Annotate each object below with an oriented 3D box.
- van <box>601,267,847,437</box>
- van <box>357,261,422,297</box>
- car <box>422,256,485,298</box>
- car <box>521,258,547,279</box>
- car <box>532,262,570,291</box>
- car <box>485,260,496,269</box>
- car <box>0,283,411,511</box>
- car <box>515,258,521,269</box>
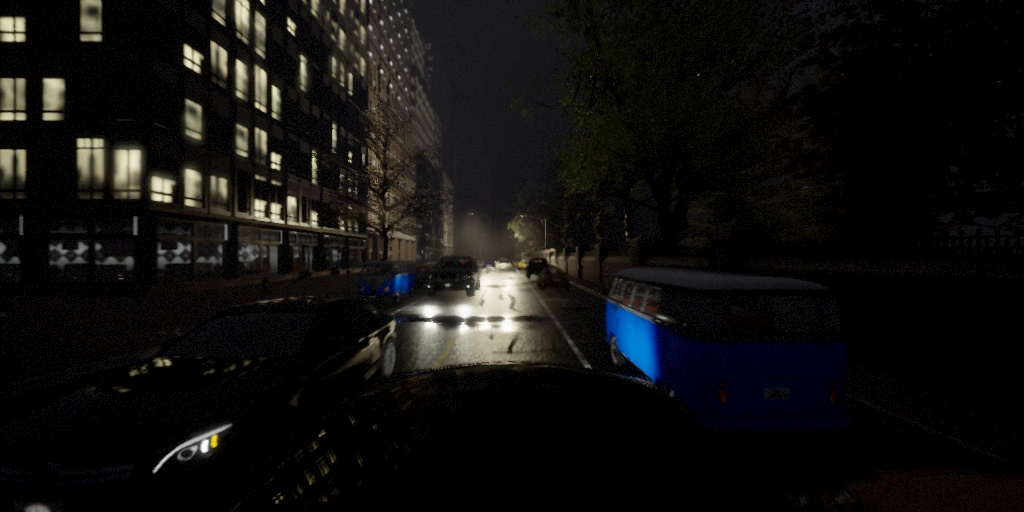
[{"bbox_3d":[2.561,1.093,5.315,1.690,1.789,3.998,0,0,0],"label":"van"},{"bbox_3d":[-5.520,1.105,16.245,1.690,1.789,3.998,0,0,0],"label":"van"},{"bbox_3d":[-2.917,0.989,19.115,2.150,2.045,5.566,0,0,0],"label":"car"},{"bbox_3d":[2.298,1.086,33.045,2.192,1.841,5.009,0,0,-1],"label":"car"},{"bbox_3d":[2.449,1.291,22.118,1.751,1.417,4.829,0,0,-1],"label":"car"},{"bbox_3d":[-3.669,1.308,58.853,1.812,1.442,4.674,0,0,-1],"label":"car"},{"bbox_3d":[-2.856,1.279,4.479,1.812,1.442,4.674,0,0,0],"label":"car"},{"bbox_3d":[1.793,1.305,55.400,1.751,1.417,4.829,0,0,-2],"label":"car"}]
